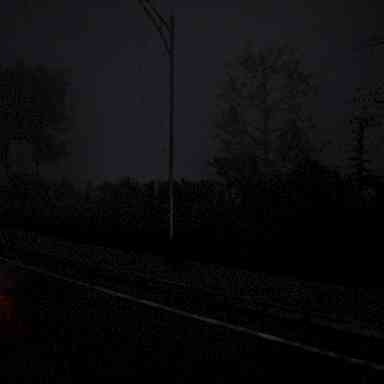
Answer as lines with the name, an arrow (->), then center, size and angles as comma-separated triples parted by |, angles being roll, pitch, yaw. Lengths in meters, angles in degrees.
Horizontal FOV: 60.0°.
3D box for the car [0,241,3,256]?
car -> -7.799, 1.614, 10.404 | 4.718, 1.301, 1.895 | 0, 0, 41
